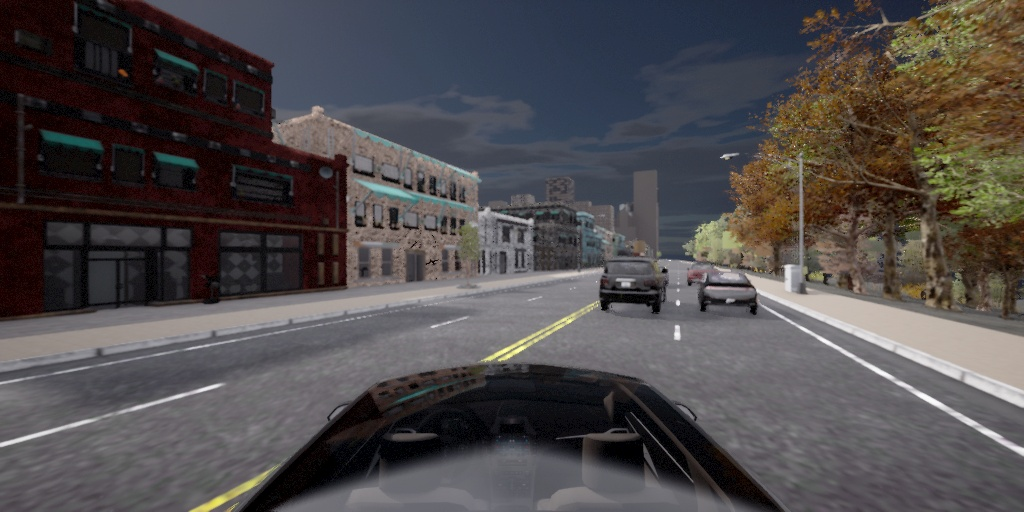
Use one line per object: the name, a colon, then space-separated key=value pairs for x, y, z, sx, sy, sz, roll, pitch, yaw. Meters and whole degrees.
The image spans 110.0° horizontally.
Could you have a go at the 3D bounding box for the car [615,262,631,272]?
car: x=18.324 y=1.793 z=58.933 sx=1.812 sy=1.442 sz=4.674 roll=0 pitch=-1 yaw=25

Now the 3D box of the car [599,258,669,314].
car: x=5.106 y=1.093 z=14.867 sx=2.150 sy=2.045 sz=5.566 roll=0 pitch=0 yaw=25

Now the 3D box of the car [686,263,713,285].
car: x=14.835 y=1.344 z=28.056 sx=2.097 sy=1.767 sz=4.553 roll=0 pitch=-1 yaw=25

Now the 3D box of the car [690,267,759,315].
car: x=8.554 y=1.360 z=14.541 sx=2.128 sy=1.511 sz=4.902 roll=0 pitch=-1 yaw=25
